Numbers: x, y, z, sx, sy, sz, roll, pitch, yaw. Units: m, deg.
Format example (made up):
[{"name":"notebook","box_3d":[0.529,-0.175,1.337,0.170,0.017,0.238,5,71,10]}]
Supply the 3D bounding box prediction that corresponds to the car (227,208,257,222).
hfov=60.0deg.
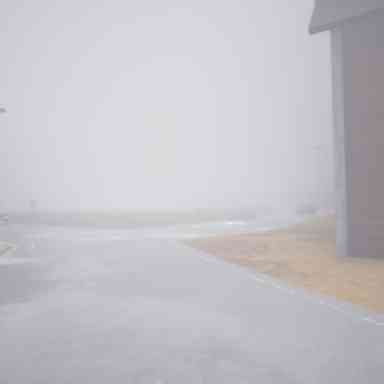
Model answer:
[{"name":"car","box_3d":[5.221,2.298,34.300,1.994,1.385,4.181,-2,-1,31]}]

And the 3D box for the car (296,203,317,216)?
[{"name":"car","box_3d":[14.870,2.231,43.225,2.128,1.511,4.902,-2,-1,31]}]

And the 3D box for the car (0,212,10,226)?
[{"name":"car","box_3d":[-20.386,2.711,33.696,4.892,1.490,1.837,-2,-1,35]}]
